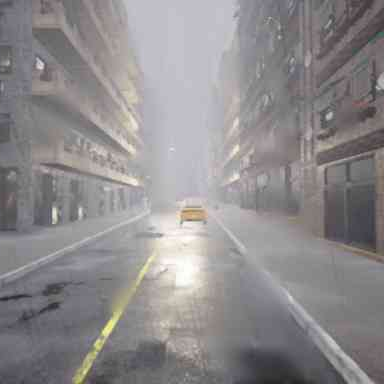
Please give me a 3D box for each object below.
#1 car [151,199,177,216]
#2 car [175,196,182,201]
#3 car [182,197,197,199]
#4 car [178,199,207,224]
[{"bbox_3d":[-2.856,1.614,32.631,1.994,1.385,4.181,0,0,0],"label":"car"},{"bbox_3d":[-2.780,1.526,73.339,2.033,1.411,5.357,0,0,0],"label":"car"},{"bbox_3d":[0.081,1.565,42.912,2.128,1.511,4.902,0,0,0],"label":"car"},{"bbox_3d":[0.090,1.514,25.018,1.882,1.535,5.008,0,0,0],"label":"car"}]
